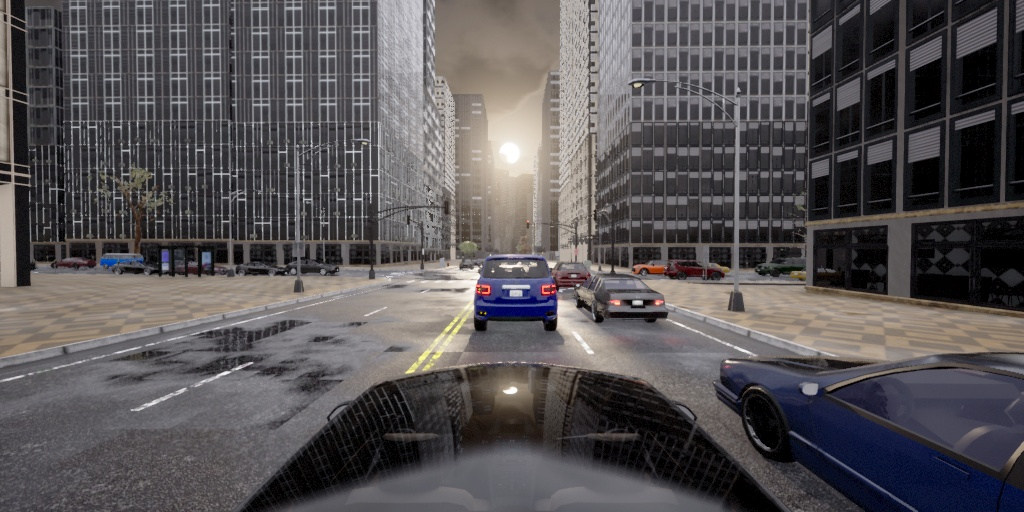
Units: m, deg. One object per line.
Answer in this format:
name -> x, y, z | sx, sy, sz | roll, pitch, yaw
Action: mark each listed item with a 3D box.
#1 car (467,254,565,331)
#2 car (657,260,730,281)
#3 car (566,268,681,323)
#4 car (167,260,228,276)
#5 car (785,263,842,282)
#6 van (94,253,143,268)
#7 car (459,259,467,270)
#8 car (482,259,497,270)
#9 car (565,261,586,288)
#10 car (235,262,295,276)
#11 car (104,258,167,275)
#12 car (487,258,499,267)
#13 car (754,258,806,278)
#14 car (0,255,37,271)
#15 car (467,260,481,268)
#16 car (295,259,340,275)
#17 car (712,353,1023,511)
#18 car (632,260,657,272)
car -> 0.096, 0.967, 11.081 | 2.150, 2.045, 5.566 | 0, 0, 0
car -> 16.187, 1.268, 32.146 | 5.009, 1.841, 2.192 | 0, 0, 1
car -> 3.349, 1.293, 12.085 | 2.033, 1.411, 5.357 | 0, 0, 0
car -> -28.422, 1.138, 32.799 | 4.207, 1.307, 1.802 | 0, 0, 1
car -> 27.636, 1.578, 31.951 | 4.829, 1.417, 1.751 | 0, 0, 1
van -> -45.295, 0.605, 41.630 | 3.998, 1.789, 1.690 | 0, 0, 1
car -> -6.611, 1.219, 52.547 | 1.837, 1.490, 4.892 | 0, 0, -1
car -> -3.346, 1.191, 53.439 | 1.882, 1.535, 5.008 | 0, 0, 0
car -> 3.345, 1.092, 21.492 | 2.097, 1.767, 4.553 | 0, 0, 0
car -> -22.738, 1.173, 32.667 | 4.313, 1.339, 1.948 | 0, 0, 1
car -> -34.102, 1.069, 32.971 | 4.313, 1.339, 1.948 | 0, 0, 1
car -> -3.319, 1.177, 65.000 | 1.882, 1.535, 5.008 | 0, 0, 0
car -> 28.748, 1.193, 37.706 | 5.566, 2.045, 2.150 | 1, 1, 1
car -> -50.900, 0.656, 36.007 | 4.553, 1.767, 2.097 | 1, 1, 2
car -> -6.582, 1.303, 62.921 | 1.895, 1.301, 4.718 | 0, 0, 0
car -> -19.579, 1.097, 35.310 | 4.892, 1.490, 1.837 | 1, 1, 1
car -> 3.351, 1.297, 1.905 | 2.033, 1.411, 5.357 | 0, 0, 1
car -> 15.030, 1.202, 37.919 | 4.553, 1.767, 2.097 | 0, 1, 0
